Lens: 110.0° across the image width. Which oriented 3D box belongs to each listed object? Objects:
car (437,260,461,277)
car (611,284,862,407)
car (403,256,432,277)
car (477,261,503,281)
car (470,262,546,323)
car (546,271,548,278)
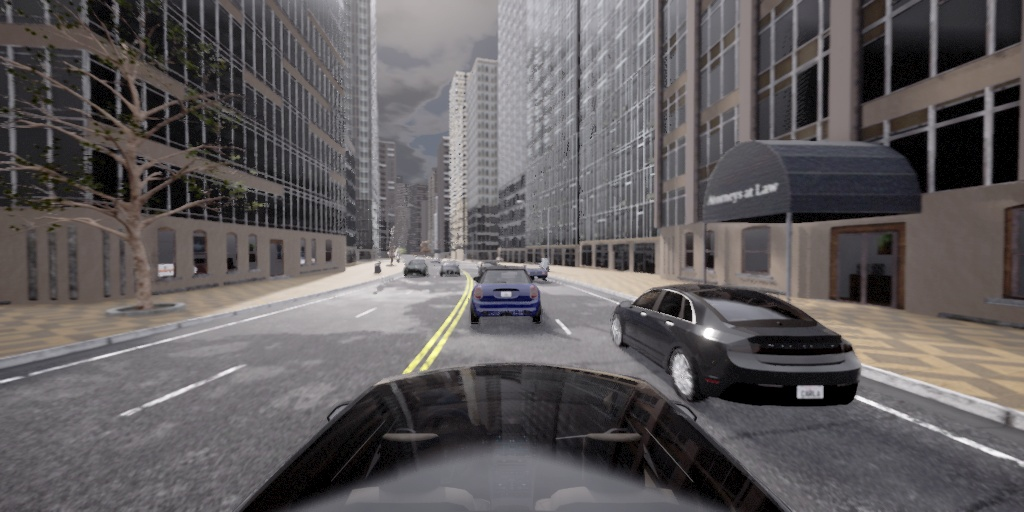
[{"bbox_3d":[-6.201,1.315,36.049,1.994,1.385,4.181,0,0,-9],"label":"car"},{"bbox_3d":[3.220,1.248,6.357,1.837,1.490,4.892,0,0,-1],"label":"car"},{"bbox_3d":[-9.393,1.118,35.427,2.097,1.767,4.553,0,0,-9],"label":"car"},{"bbox_3d":[-1.978,1.245,30.986,1.837,1.490,4.892,0,0,-8],"label":"car"},{"bbox_3d":[-0.263,1.102,12.284,2.097,1.767,4.553,0,0,-3],"label":"car"},{"bbox_3d":[1.538,1.329,29.253,1.895,1.301,4.718,0,0,-7],"label":"car"}]
